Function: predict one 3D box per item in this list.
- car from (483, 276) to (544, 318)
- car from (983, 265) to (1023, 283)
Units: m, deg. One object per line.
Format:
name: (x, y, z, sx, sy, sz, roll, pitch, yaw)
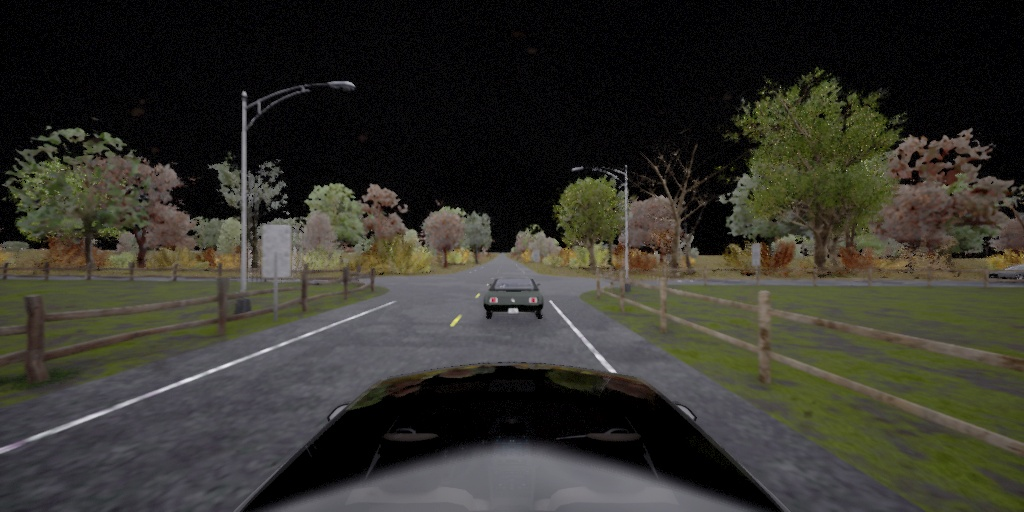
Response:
car: (0.110, 1.393, 13.198, 1.895, 1.301, 4.718, 0, 0, 2)
car: (41.777, 1.442, 29.217, 4.892, 1.490, 1.837, 0, -1, 4)
